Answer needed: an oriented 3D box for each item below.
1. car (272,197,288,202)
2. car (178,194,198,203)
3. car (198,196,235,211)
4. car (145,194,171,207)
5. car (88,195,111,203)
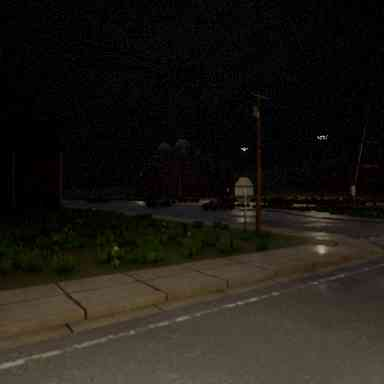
[{"bbox_3d":[12.878,1.493,48.503,3.905,1.438,1.784,0,0,-36],"label":"car"},{"bbox_3d":[-0.566,1.282,66.520,4.605,1.855,1.932,0,0,-36],"label":"car"},{"bbox_3d":[3.212,1.487,39.930,4.193,1.474,1.816,0,0,-36],"label":"car"},{"bbox_3d":[-5.223,1.295,50.463,3.866,1.878,1.905,0,0,-36],"label":"car"},{"bbox_3d":[-19.544,1.462,69.978,4.611,1.667,2.242,0,0,-36],"label":"car"}]
